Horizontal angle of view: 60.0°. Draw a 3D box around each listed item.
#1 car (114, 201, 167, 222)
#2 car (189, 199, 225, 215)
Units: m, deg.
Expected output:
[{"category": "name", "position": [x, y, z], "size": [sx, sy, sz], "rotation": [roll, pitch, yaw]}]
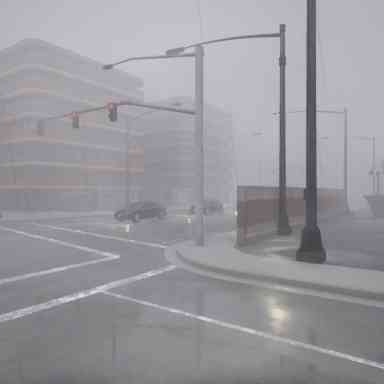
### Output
[{"category": "car", "position": [-3.961, 1.505, 26.320], "size": [1.837, 1.490, 4.892], "rotation": [0, 0, 35]}, {"category": "car", "position": [1.627, 1.505, 34.444], "size": [1.837, 1.490, 4.892], "rotation": [0, 0, 35]}]
